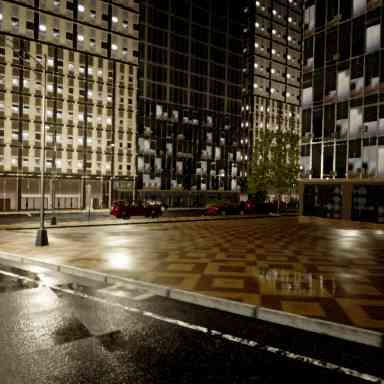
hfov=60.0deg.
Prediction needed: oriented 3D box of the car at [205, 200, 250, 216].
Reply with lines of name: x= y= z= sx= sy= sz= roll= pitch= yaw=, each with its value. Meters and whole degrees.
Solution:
car: x=4.052 y=1.963 z=37.981 sx=4.507 sy=1.381 sz=1.887 roll=1 pitch=1 yaw=-34

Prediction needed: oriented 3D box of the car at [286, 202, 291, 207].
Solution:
car: x=13.607 y=1.931 z=54.107 sx=4.206 sy=1.307 sz=1.802 roll=1 pitch=1 yaw=-34

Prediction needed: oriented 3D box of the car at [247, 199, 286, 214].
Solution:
car: x=8.729 y=1.780 z=41.187 sx=5.009 sy=1.841 sz=2.192 roll=1 pitch=1 yaw=-34

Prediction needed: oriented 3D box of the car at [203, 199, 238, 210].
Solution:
car: x=4.124 y=1.781 z=47.589 sx=4.829 sy=1.417 sz=1.752 roll=1 pitch=1 yaw=-34

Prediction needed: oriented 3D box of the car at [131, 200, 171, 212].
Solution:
car: x=-5.080 y=1.716 z=41.264 sx=4.403 sy=1.369 sz=2.008 roll=1 pitch=1 yaw=-34

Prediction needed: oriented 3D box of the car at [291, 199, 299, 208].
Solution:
car: x=18.280 y=1.962 z=57.317 sx=4.313 sy=1.339 sz=1.947 roll=1 pitch=1 yaw=-34

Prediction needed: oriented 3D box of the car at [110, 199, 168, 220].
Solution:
car: x=-5.287 y=1.642 z=31.556 sx=5.009 sy=1.841 sz=2.192 roll=1 pitch=1 yaw=-34

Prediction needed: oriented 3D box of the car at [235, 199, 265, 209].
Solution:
car: x=8.936 y=1.869 z=50.896 sx=4.313 sy=1.339 sz=1.947 roll=1 pitch=1 yaw=-34
